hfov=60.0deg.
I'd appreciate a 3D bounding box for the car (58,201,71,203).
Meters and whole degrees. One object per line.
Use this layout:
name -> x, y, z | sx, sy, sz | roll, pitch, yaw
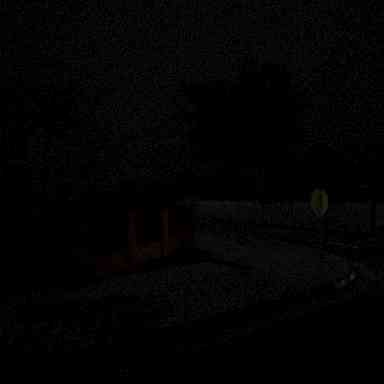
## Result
car -> -18.213, 2.072, 47.878 | 1.882, 1.535, 5.008 | 1, -2, -42
